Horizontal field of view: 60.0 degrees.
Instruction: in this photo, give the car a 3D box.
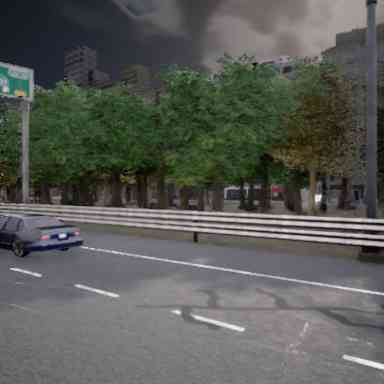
[{"bbox_3d":[-6.447,1.545,12.773,5.357,1.411,2.033,0,0,36],"label":"car"}]
